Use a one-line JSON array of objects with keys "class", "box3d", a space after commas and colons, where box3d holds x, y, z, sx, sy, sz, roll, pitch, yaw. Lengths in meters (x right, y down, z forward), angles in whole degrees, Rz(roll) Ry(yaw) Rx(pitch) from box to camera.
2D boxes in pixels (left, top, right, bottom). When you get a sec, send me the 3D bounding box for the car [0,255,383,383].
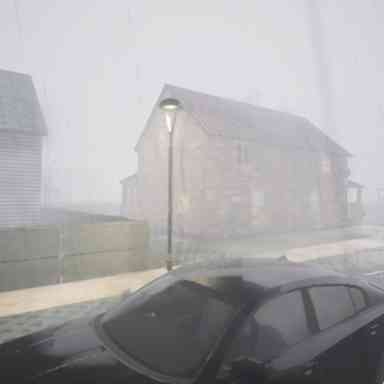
[{"class": "car", "box3d": [0.367, 1.487, 3.321, 5.008, 1.535, 1.882, 0, 0, -35]}]
